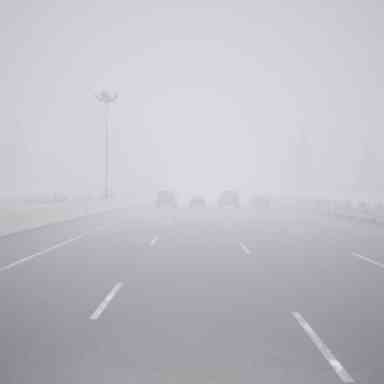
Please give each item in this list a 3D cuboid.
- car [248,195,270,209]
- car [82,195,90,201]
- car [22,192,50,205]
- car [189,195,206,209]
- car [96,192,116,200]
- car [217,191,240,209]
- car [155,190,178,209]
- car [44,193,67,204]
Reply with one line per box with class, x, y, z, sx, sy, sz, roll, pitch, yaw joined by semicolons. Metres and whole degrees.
car;7.611;1.143;38.187;1.837;1.490;4.892;0;0;1
car;-16.819;1.158;51.931;2.033;1.411;5.357;0;0;1
car;-23.844;0.956;51.010;2.097;1.767;4.553;0;0;1
car;0.621;1.136;39.092;1.837;1.490;4.892;0;0;1
car;-13.306;0.834;52.451;2.150;2.045;5.566;0;0;1
car;4.106;0.856;37.886;2.150;2.045;5.566;0;0;1
car;-2.901;0.850;38.272;2.150;2.045;5.566;0;0;0
car;-20.346;1.172;50.840;1.994;1.385;4.181;0;0;1
